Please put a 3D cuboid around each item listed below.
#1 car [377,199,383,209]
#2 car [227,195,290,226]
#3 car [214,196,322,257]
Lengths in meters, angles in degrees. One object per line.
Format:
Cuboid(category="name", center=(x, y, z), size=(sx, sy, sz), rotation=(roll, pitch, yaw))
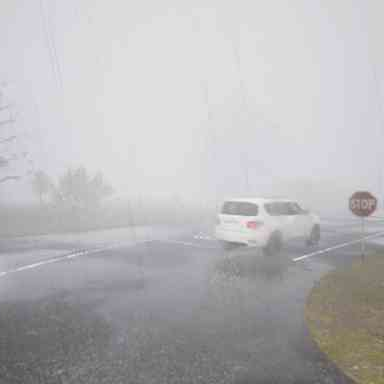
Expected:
Cuboid(category="car", center=(27.858, 1.696, 49.228), size=(2.033, 1.411, 5.357), rotation=(0, 0, 44))
Cuboid(category="car", center=(5.281, 1.306, 25.752), size=(2.150, 2.045, 5.566), rotation=(0, 0, 44))
Cuboid(category="car", center=(3.241, 1.267, 13.514), size=(2.150, 2.045, 5.566), rotation=(0, 0, 44))
